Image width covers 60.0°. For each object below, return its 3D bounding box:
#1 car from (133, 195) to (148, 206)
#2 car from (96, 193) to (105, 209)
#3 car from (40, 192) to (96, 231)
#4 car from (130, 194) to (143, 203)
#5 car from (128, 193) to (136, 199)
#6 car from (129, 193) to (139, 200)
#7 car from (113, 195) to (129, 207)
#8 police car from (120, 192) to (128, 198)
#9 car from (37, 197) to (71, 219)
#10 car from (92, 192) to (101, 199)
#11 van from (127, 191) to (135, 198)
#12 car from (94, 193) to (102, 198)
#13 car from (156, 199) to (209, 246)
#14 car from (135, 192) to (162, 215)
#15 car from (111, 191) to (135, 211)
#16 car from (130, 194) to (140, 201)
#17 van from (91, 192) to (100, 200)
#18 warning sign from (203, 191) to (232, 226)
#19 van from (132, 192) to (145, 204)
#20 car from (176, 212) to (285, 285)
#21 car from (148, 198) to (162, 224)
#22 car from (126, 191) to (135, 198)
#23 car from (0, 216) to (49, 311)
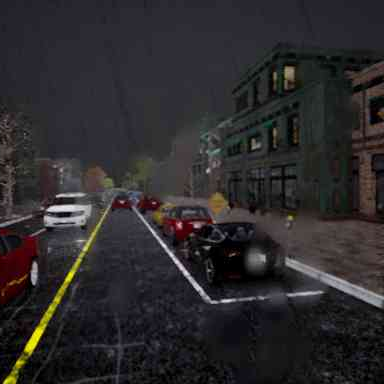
[{"bbox_3d":[-7.329,1.178,47.120,1.802,1.307,4.206,-2,1,-12],"label":"car"},{"bbox_3d":[-11.584,1.269,39.957,1.837,1.490,4.892,-1,0,-12],"label":"car"},{"bbox_3d":[-7.410,1.114,20.424,2.150,2.045,5.566,-1,2,-12],"label":"car"},{"bbox_3d":[-9.705,1.055,57.959,1.887,1.381,4.507,-2,1,-12],"label":"car"},{"bbox_3d":[-14.453,0.919,79.638,1.802,1.307,4.206,-2,1,-12],"label":"car"},{"bbox_3d":[-12.079,1.006,68.799,1.802,1.307,4.206,-2,1,-12],"label":"car"},{"bbox_3d":[-9.921,1.193,46.428,2.033,1.411,5.357,-1,1,-12],"label":"car"},{"bbox_3d":[-17.686,0.740,86.030,1.930,1.638,5.238,-1,1,-12],"label":"police car"},{"bbox_3d":[-11.956,1.315,29.065,1.967,1.590,4.097,-2,1,-12],"label":"car"},{"bbox_3d":[-23.829,0.883,83.262,1.967,1.590,4.097,-2,1,-12],"label":"car"},{"bbox_3d":[-15.647,0.635,85.055,1.690,1.788,3.998,-2,1,-12],"label":"van"},{"bbox_3d":[-25.014,0.945,88.683,1.887,1.381,4.507,-2,1,-12],"label":"car"},{"bbox_3d":[-0.209,1.294,14.600,1.967,1.590,4.097,-2,1,-12],"label":"car"},{"bbox_3d":[-3.775,1.040,30.857,2.192,1.841,5.009,-2,1,-12],"label":"car"},{"bbox_3d":[-7.554,1.080,35.793,2.097,1.767,4.553,-1,1,-12],"label":"car"},{"bbox_3d":[-10.892,1.049,63.379,1.802,1.307,4.206,-2,1,-12],"label":"car"},{"bbox_3d":[-22.645,0.828,77.841,1.690,1.788,3.998,-2,1,-12],"label":"van"},{"bbox_3d":[1.393,0.900,18.423,1.300,1.860,1.060,0,1,-12],"label":"warning sign"},{"bbox_3d":[-8.523,0.894,52.537,1.690,1.788,3.998,-2,1,-12],"label":"van"},{"bbox_3d":[0.981,1.462,9.182,1.947,1.339,4.313,-2,1,-12],"label":"car"},{"bbox_3d":[-1.431,1.335,20.187,1.752,1.417,4.829,-2,1,-12],"label":"car"},{"bbox_3d":[-16.834,0.565,90.474,2.192,1.841,5.009,-2,1,-12],"label":"car"},{"bbox_3d":[-4.290,1.492,6.126,1.882,1.535,5.008,-1,1,-11],"label":"car"}]
